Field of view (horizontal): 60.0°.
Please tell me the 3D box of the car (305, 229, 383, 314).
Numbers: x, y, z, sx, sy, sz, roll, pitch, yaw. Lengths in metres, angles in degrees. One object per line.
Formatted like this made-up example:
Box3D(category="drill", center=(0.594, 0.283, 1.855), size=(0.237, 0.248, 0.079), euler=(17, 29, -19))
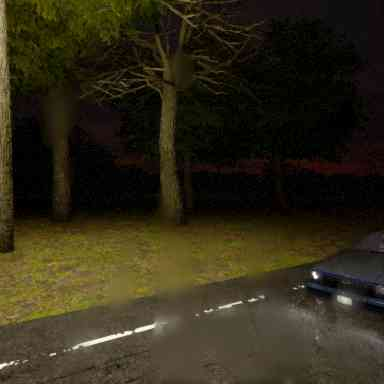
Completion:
Box3D(category="car", center=(4.888, 1.544, 7.496), size=(5.357, 1.411, 2.033), euler=(0, 0, -36))
